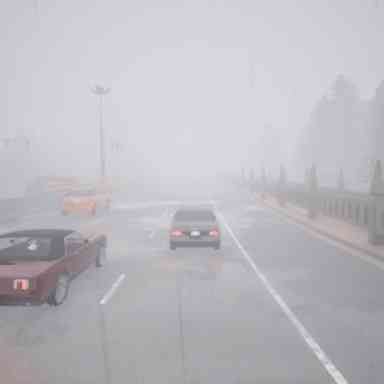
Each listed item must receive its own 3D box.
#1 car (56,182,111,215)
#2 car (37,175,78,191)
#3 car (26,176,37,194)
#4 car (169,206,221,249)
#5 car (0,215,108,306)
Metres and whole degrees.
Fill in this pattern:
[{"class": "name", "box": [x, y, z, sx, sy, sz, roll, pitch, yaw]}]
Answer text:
[{"class": "car", "box": [-6.890, 0.463, 22.051, 2.097, 1.767, 4.553, 0, 4, 0]}, {"class": "car", "box": [-13.967, -0.695, 35.672, 2.150, 2.045, 5.566, 0, 4, 1]}, {"class": "car", "box": [-17.414, -0.970, 39.321, 2.150, 2.045, 5.566, 0, 4, 1]}, {"class": "car", "box": [0.103, 1.241, 13.058, 2.033, 1.411, 5.357, 0, 3, 0]}, {"class": "car", "box": [-3.398, 1.498, 7.736, 1.895, 1.301, 4.718, 0, 2, 0]}]
